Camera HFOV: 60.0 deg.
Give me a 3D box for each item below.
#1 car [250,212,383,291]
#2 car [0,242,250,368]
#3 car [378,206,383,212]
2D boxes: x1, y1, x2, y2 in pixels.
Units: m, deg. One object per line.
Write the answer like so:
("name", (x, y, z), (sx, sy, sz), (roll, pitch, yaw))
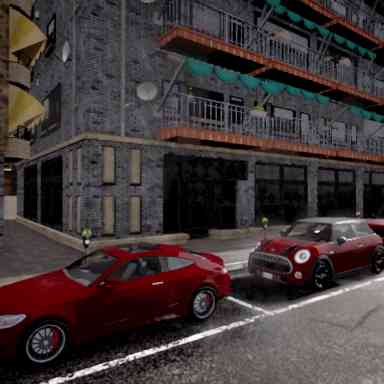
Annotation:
("car", (3.407, 1.446, 9.004), (4.097, 1.590, 1.967), (0, 0, -36))
("car", (-1.196, 1.583, 5.706), (4.206, 1.307, 1.802), (0, 0, -36))
("car", (8.012, 1.326, 12.303), (5.009, 1.841, 2.192), (0, 0, -36))
